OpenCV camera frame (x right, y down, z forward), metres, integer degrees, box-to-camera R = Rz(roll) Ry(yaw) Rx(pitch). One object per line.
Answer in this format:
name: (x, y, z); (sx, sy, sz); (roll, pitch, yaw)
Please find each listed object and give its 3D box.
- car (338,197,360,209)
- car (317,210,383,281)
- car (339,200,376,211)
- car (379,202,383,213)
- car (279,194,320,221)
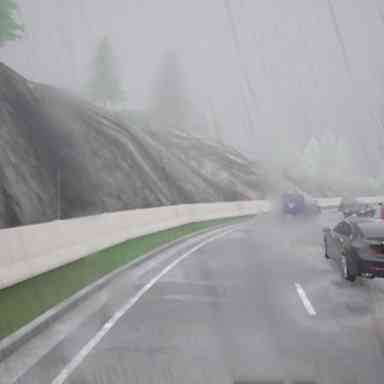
car: (19.484, 1.401, 40.331); (2.097, 1.767, 4.553); (1, 0, 41)
car: (5.066, 1.519, 9.653); (1.837, 1.490, 4.892); (0, 0, 12)
car: (14.975, 1.642, 29.555); (1.895, 1.301, 4.718); (1, 0, 39)
car: (13.304, 1.270, 21.229); (2.150, 2.045, 5.566); (0, 0, 30)
car: (9.092, 1.218, 27.880); (2.150, 2.045, 5.566); (0, -1, 33)
